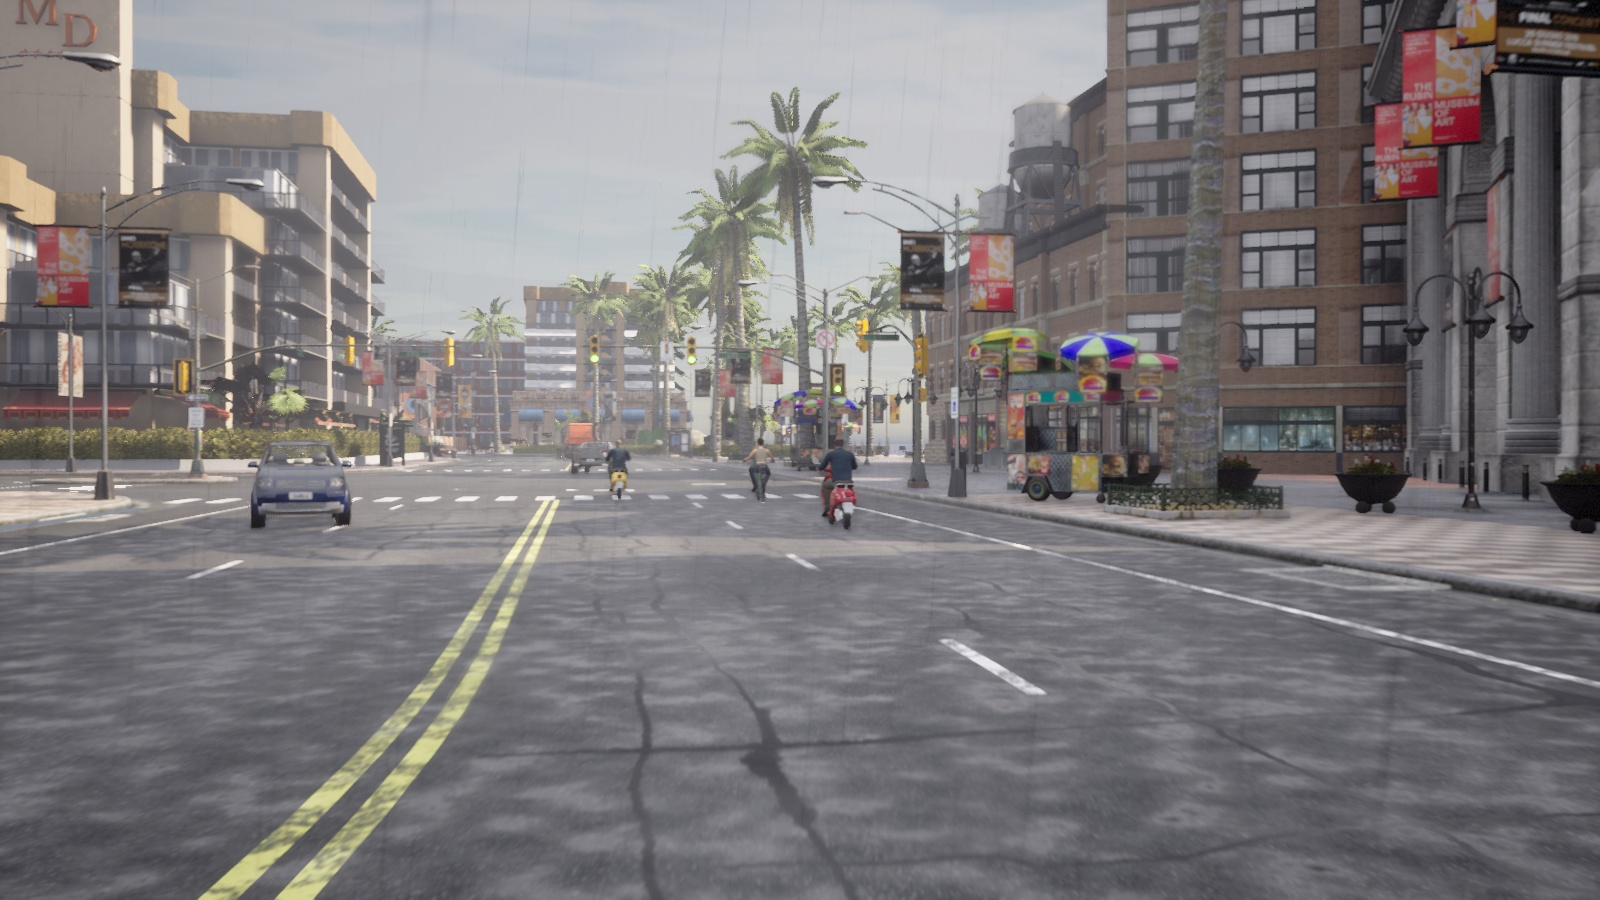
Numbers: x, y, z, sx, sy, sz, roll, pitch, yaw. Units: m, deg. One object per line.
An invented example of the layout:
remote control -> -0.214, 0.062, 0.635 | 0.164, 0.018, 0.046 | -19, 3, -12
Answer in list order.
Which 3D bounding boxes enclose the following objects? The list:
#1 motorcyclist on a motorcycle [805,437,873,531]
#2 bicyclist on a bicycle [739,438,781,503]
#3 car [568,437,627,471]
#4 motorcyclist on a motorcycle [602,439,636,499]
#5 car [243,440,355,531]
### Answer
motorcyclist on a motorcycle -> 0.669, 0.575, 22.200 | 0.866, 1.590, 1.817 | 0, 0, -10
bicyclist on a bicycle -> -1.039, 0.502, 32.075 | 0.866, 1.612, 1.509 | 0, 0, -10
car -> -10.057, 0.167, 62.778 | 2.152, 1.651, 5.027 | 0, 0, 0
motorcyclist on a motorcycle -> -4.941, 0.506, 34.123 | 0.866, 1.590, 1.817 | 0, 0, -10
car -> -9.371, 0.589, 23.459 | 1.789, 1.549, 3.705 | 0, 0, -23
